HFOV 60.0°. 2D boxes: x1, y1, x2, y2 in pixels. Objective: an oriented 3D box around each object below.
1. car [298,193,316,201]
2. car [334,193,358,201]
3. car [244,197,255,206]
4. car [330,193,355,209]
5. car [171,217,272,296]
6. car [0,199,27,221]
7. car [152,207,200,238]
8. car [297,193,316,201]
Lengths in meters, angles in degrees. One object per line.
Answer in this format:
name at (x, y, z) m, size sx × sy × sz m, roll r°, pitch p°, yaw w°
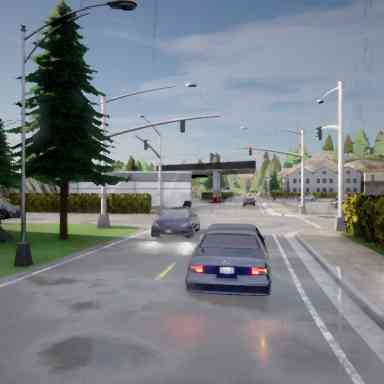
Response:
car at (27.340, 1.077, 79.237) m, size 3.866 × 1.878 × 1.905 m, roll 0°, pitch 0°, yaw 10°
car at (34.514, 1.097, 74.628) m, size 4.605 × 1.855 × 1.932 m, roll 0°, pitch 0°, yaw 10°
car at (9.537, 1.491, 55.179) m, size 2.128 × 1.511 × 4.902 m, roll 0°, pitch 0°, yaw 10°
car at (20.231, 1.330, 42.329) m, size 5.027 × 1.636 × 2.152 m, roll 0°, pitch 0°, yaw 10°
car at (1.085, 1.547, 8.845) m, size 2.033 × 1.411 × 5.357 m, roll 0°, pitch 0°, yaw 10°
car at (-15.965, 1.351, 27.258) m, size 4.553 × 1.767 × 2.097 m, roll 0°, pitch 0°, yaw 11°
car at (-0.669, 1.526, 17.566) m, size 1.812 × 1.442 × 4.674 m, roll 1°, pitch 0°, yaw 10°
car at (26.159, 1.361, 76.070) m, size 3.806 × 1.475 × 1.970 m, roll 0°, pitch 0°, yaw 10°
